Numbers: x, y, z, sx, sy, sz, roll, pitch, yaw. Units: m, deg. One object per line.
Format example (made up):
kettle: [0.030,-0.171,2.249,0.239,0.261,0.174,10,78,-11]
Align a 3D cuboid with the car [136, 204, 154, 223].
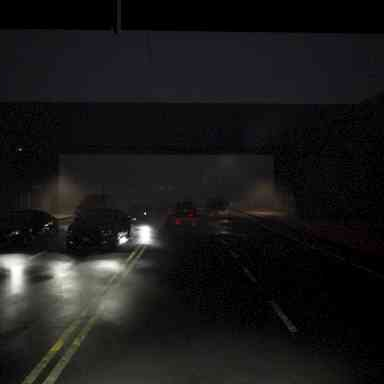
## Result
car: [-4.077,1.601,25.618,1.895,1.301,4.718,0,0,-1]

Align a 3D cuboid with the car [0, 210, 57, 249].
car: [-7.398,1.526,14.593,1.812,1.442,4.674,0,0,-1]

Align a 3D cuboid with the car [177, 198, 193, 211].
car: [-0.847,1.526,40.722,1.812,1.442,4.674,0,0,-2]

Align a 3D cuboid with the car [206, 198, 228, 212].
car: [2.714,1.478,38.966,1.882,1.535,5.008,0,0,-1]

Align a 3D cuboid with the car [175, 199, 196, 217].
car: [-0.611,1.478,31.395,1.882,1.535,5.008,0,0,-1]

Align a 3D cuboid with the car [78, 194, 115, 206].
car: [-7.691,1.212,27.066,2.150,2.045,5.566,0,1,-2]

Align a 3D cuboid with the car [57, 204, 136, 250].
car: [-3.916,1.478,14.599,1.882,1.535,5.008,0,0,-1]
